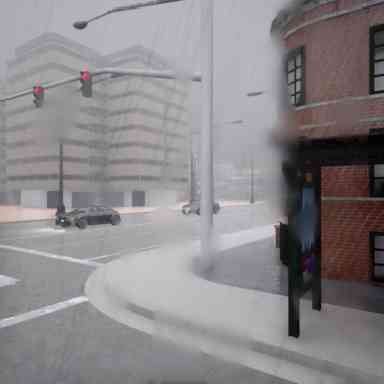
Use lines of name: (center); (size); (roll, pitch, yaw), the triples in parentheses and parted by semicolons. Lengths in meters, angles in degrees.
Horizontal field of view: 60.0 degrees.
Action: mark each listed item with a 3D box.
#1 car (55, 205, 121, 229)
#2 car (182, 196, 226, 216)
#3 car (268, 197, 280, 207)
car: (-6.677, 1.564, 21.721); (1.994, 1.385, 4.181); (0, 0, 35)
car: (0.940, 1.489, 32.481); (2.128, 1.511, 4.902); (0, 0, 35)
car: (12.944, 1.478, 49.299); (1.882, 1.535, 5.008); (0, 0, 36)
